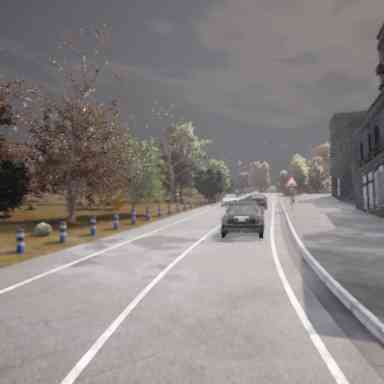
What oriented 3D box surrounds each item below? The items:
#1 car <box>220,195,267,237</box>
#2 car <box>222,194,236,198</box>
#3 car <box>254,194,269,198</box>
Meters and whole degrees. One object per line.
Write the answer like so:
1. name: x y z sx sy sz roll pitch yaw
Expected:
1. car: 2.805 1.281 17.810 2.097 1.767 4.553 -1 1 12
2. car: 4.674 0.991 39.983 1.812 1.442 4.674 -1 1 14
3. car: 7.204 0.984 36.099 1.837 1.490 4.892 -1 2 14
